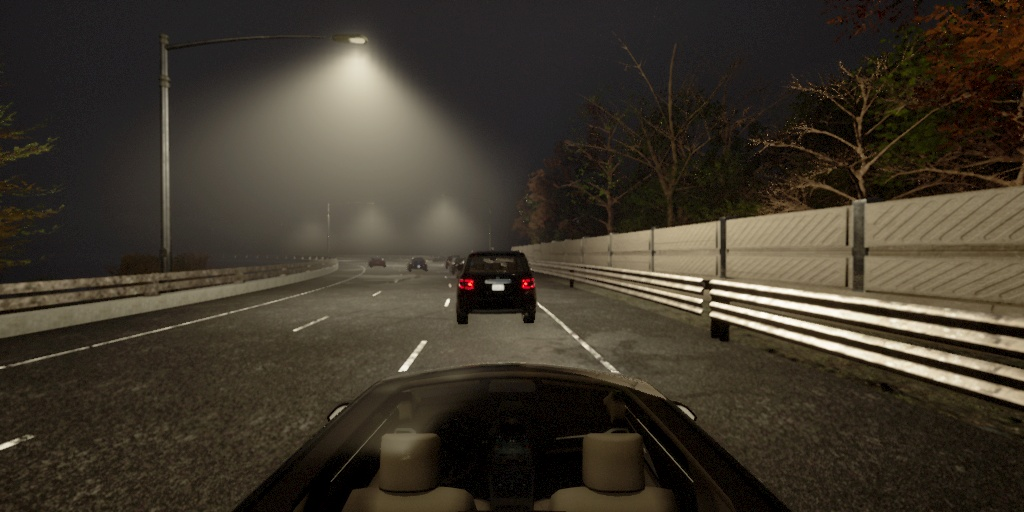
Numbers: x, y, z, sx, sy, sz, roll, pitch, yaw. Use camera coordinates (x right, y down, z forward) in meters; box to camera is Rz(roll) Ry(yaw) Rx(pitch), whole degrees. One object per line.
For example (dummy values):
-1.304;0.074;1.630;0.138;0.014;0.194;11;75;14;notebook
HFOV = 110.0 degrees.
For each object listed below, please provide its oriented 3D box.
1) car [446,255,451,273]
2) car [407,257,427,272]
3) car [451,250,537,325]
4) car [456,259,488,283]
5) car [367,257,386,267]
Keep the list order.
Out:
-4.824;0.891;33.558;1.837;1.490;4.892;0;1;-13;car
-10.120;0.856;38.124;1.812;1.442;4.674;0;1;-19;car
-0.586;0.856;11.508;2.150;2.045;5.566;0;0;-5;car
-2.942;1.003;25.474;1.812;1.442;4.674;0;1;-12;car
-18.154;0.779;47.993;1.994;1.385;4.181;-1;1;-26;car
